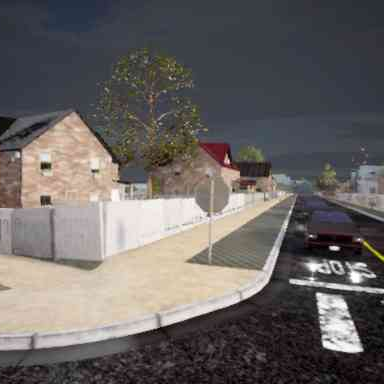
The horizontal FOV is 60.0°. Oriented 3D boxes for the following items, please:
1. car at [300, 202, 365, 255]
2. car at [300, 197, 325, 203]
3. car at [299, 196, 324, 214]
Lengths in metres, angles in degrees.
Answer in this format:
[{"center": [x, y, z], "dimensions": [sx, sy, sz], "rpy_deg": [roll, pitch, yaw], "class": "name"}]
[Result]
[{"center": [5.304, 1.357, 12.974], "dimensions": [2.033, 1.411, 5.357], "rpy_deg": [2, 1, 18], "class": "car"}, {"center": [8.493, 1.282, 22.920], "dimensions": [2.033, 1.411, 5.357], "rpy_deg": [2, 1, 18], "class": "car"}, {"center": [11.549, 1.211, 32.461], "dimensions": [2.033, 1.411, 5.357], "rpy_deg": [2, 1, 18], "class": "car"}]
